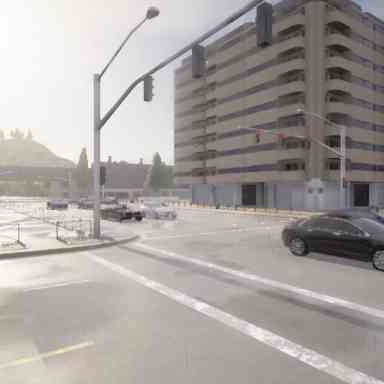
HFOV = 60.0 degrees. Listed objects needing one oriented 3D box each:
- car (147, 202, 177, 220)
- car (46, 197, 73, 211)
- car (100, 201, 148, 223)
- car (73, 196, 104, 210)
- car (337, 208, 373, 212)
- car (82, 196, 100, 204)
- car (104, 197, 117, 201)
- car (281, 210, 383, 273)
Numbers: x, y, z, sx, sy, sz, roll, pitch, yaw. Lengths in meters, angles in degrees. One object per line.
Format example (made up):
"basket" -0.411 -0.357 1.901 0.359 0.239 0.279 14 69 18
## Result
"car" -3.103 1.582 28.922 1.812 1.442 4.674 0 1 -35
"car" -17.485 1.533 43.155 1.882 1.535 5.008 0 0 -35
"car" -5.594 1.656 26.356 1.895 1.301 4.718 0 0 -35
"car" -13.617 1.559 43.746 1.837 1.490 4.892 0 0 -35
"car" 8.774 1.552 17.125 4.674 1.442 1.812 0 1 21
"car" -19.709 1.533 64.778 1.882 1.535 5.008 0 0 -35
"car" -14.309 1.581 57.155 1.812 1.442 4.674 0 0 -35
"car" 5.250 1.528 11.060 1.837 1.490 4.892 0 0 -35
